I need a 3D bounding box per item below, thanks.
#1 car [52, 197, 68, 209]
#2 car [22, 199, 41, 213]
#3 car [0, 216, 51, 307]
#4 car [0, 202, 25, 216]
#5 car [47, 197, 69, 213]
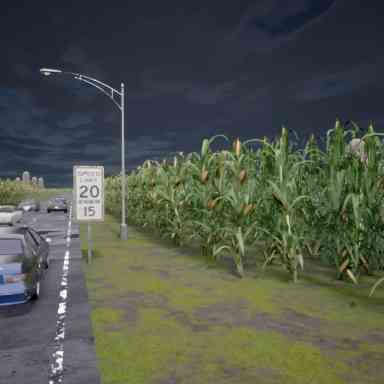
[{"bbox_3d":[-18.102,1.469,45.788,1.837,1.490,4.892,0,0,-20],"label":"car"},{"bbox_3d":[-17.560,1.492,36.010,2.128,1.511,4.902,0,0,-19],"label":"car"},{"bbox_3d":[-4.506,1.548,7.909,2.033,1.411,5.357,0,0,-20],"label":"car"},{"bbox_3d":[-12.573,1.616,21.951,1.895,1.301,4.718,0,0,-20],"label":"car"},{"bbox_3d":[-14.656,1.542,36.339,1.994,1.385,4.181,0,0,-19],"label":"car"}]
